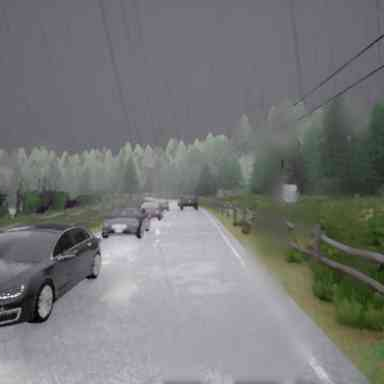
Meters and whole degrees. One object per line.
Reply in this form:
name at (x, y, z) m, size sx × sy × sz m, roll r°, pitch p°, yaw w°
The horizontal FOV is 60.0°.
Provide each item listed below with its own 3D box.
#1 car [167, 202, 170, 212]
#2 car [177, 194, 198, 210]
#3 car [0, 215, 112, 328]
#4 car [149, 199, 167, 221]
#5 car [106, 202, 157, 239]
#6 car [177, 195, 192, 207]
car at (-3.623, 1.513, 38.880) m, size 1.812 × 1.442 × 4.674 m, roll 0°, pitch 0°, yaw -2°
car at (-0.417, 1.207, 41.976) m, size 2.150 × 2.045 × 5.566 m, roll 0°, pitch 0°, yaw -3°
car at (-3.389, 1.503, 7.254) m, size 1.837 × 1.490 × 4.892 m, roll 0°, pitch 0°, yaw 1°
car at (-3.342, 1.517, 27.481) m, size 1.812 × 1.442 × 4.674 m, roll 0°, pitch 0°, yaw -1°
car at (-3.302, 1.487, 17.478) m, size 2.128 × 1.511 × 4.902 m, roll 0°, pitch 0°, yaw 0°
car at (-1.234, 1.334, 52.628) m, size 2.097 × 1.767 × 4.553 m, roll 0°, pitch 0°, yaw -6°
